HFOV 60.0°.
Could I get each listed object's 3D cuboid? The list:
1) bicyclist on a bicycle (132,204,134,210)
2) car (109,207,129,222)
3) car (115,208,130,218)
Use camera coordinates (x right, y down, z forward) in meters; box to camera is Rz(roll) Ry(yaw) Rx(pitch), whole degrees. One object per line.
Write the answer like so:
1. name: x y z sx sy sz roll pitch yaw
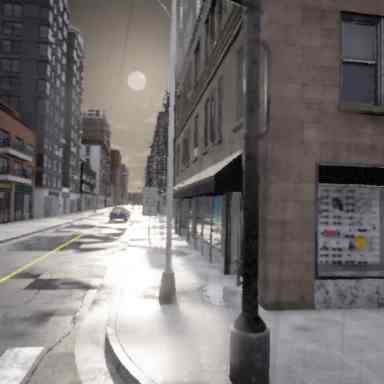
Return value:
1. bicyclist on a bicycle: -16.088 4.172 90.245 0.659 1.776 1.843 2 -2 -9
2. car: -8.845 2.605 40.494 2.097 1.767 4.553 2 -2 -8
3. car: -10.498 3.168 50.461 1.895 1.301 4.718 2 -2 -9
